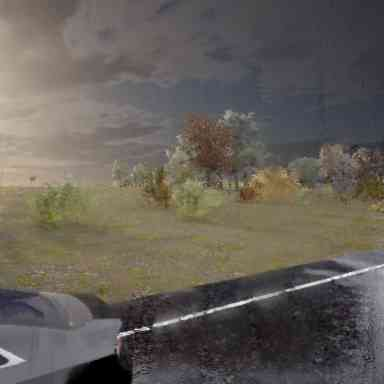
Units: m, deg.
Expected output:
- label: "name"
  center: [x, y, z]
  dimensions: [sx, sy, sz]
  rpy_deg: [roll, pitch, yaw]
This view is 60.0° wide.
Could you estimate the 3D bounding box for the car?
- label: "car"
  center: [-2.771, 1.491, 2.015]
  dimensions: [4.902, 1.511, 2.128]
  rpy_deg: [0, 0, -36]
